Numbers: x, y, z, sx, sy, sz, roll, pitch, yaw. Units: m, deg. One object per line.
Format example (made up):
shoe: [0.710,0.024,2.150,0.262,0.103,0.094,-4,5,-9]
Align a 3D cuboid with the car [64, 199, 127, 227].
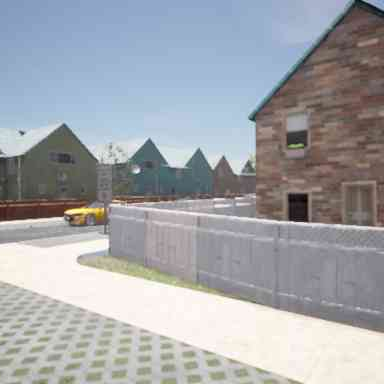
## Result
car: [-5.714,1.250,21.274,1.882,1.535,5.008,-1,0,36]

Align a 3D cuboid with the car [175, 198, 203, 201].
car: [0.087,1.188,24.224,1.837,1.490,4.892,-1,0,36]
